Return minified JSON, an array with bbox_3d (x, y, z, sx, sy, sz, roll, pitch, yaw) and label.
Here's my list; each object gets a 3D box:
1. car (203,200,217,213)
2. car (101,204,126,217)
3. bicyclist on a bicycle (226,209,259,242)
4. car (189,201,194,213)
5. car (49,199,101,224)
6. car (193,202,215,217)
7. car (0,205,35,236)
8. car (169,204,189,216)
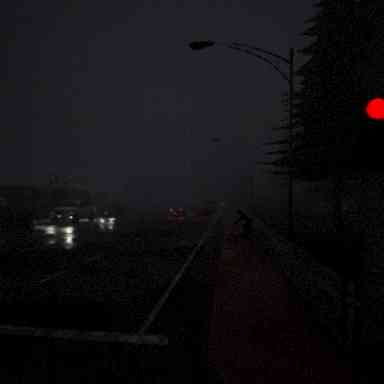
[{"bbox_3d":[2.747,2.391,53.537,2.150,2.045,5.566,1,-1,6],"label":"car"},{"bbox_3d":[-9.450,2.199,40.113,2.128,1.511,4.902,1,-1,7],"label":"car"},{"bbox_3d":[2.522,1.699,16.745,1.656,1.620,0.582,1,-1,6],"label":"bicyclist on a bicycle"},{"bbox_3d":[-0.835,2.584,53.072,1.882,1.535,5.008,1,-1,6],"label":"car"},{"bbox_3d":[-10.583,1.701,30.022,2.150,2.045,5.566,1,-1,7],"label":"car"},{"bbox_3d":[1.659,2.424,43.626,1.882,1.535,5.008,1,-1,6],"label":"car"},{"bbox_3d":[-11.656,1.612,20.313,2.097,1.767,4.553,1,-1,6],"label":"car"},{"bbox_3d":[-1.858,2.426,43.953,1.812,1.442,4.674,1,-1,6],"label":"car"}]
